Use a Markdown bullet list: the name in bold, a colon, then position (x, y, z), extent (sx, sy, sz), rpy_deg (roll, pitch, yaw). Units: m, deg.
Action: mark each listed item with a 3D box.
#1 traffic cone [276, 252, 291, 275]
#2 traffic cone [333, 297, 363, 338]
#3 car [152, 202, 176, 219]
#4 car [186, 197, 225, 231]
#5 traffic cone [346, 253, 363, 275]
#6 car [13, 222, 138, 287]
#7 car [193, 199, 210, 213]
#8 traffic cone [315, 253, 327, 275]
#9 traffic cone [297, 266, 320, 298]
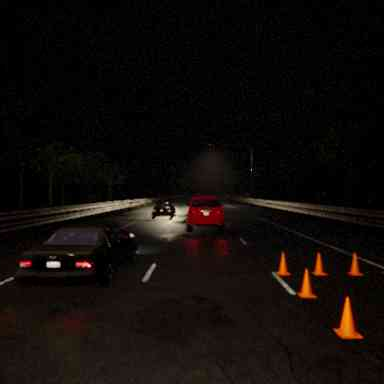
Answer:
- **traffic cone**: position (2.562, 1.995, 9.345), extent (0.340, 0.580, 0.340), rpy_deg (0, 0, 1)
- **traffic cone**: position (2.499, 1.981, 5.346), extent (0.340, 0.580, 0.340), rpy_deg (0, 0, 1)
- **car**: position (-2.520, 1.641, 30.452), extent (2.033, 1.411, 5.357), rpy_deg (0, 0, 1)
- **car**: position (0.832, 1.297, 21.080), extent (2.150, 2.045, 5.566), rpy_deg (0, 0, 1)
- **traffic cone**: position (4.562, 2.000, 9.313), extent (0.340, 0.580, 0.340), rpy_deg (0, 0, 1)
- **car**: position (-2.850, 1.572, 9.439), extent (2.033, 1.411, 5.357), rpy_deg (0, 0, 1)
- **car**: position (1.141, 1.611, 40.667), extent (1.882, 1.535, 5.008), rpy_deg (0, 0, 1)
- **traffic cone**: position (3.562, 1.998, 9.330), extent (0.340, 0.580, 0.340), rpy_deg (0, 0, 1)
- **traffic cone**: position (2.531, 1.988, 7.345), extent (0.340, 0.580, 0.340), rpy_deg (0, 0, 1)
